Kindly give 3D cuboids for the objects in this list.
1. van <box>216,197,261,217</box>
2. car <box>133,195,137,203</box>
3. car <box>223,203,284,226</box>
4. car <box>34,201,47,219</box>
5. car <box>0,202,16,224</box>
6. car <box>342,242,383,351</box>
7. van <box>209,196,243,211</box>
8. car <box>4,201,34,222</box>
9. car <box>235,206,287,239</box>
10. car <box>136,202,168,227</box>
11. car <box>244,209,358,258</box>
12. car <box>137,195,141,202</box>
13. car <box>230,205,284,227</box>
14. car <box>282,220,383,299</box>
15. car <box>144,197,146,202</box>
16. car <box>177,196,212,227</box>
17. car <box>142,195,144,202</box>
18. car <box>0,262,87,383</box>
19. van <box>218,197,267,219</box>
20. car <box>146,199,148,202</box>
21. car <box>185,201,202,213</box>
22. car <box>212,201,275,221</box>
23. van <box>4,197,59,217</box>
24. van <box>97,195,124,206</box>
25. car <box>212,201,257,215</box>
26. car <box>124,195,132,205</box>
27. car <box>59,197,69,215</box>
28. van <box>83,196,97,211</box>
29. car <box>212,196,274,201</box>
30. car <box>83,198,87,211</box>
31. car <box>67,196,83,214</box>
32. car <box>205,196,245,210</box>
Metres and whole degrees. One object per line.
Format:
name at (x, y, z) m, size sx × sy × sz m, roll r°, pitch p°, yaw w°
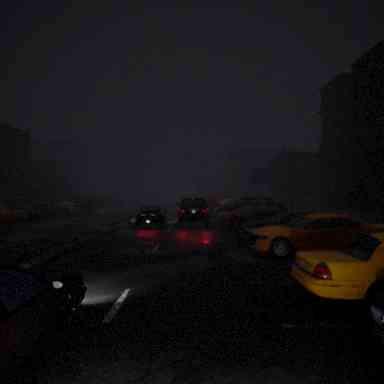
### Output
van at (4.838, 1.546, 34.750) m, size 4.442 × 1.987 × 1.878 m, roll 0°, pitch 0°, yaw 0°
car at (-15.881, 1.952, 76.186) m, size 5.008 × 1.535 × 2.097 m, roll 0°, pitch 0°, yaw 0°
car at (4.707, 1.651, 20.977) m, size 5.008 × 1.535 × 2.097 m, roll 0°, pitch -1°, yaw 0°
car at (-15.788, 1.772, 29.306) m, size 4.674 × 1.452 × 2.002 m, roll 0°, pitch 0°, yaw 0°
car at (-15.967, 1.681, 23.790) m, size 5.366 × 1.575 × 1.946 m, roll 0°, pitch -1°, yaw 0°
car at (4.713, 1.532, 4.187) m, size 4.674 × 1.452 × 2.002 m, roll 0°, pitch 0°, yaw 0°
van at (4.629, 1.611, 45.992) m, size 4.442 × 1.987 × 1.878 m, roll 0°, pitch 0°, yaw 0°
car at (-15.971, 1.706, 26.550) m, size 5.366 × 1.575 × 1.946 m, roll 0°, pitch -1°, yaw 0°
car at (4.718, 1.594, 15.418) m, size 4.892 × 1.521 × 2.231 m, roll 0°, pitch -1°, yaw 0°
car at (-2.896, 1.709, 24.301) m, size 1.837 × 1.490 × 4.892 m, roll 0°, pitch -1°, yaw 0°
car at (4.717, 1.562, 12.514) m, size 5.008 × 1.535 × 2.097 m, roll 0°, pitch -1°, yaw 0°
car at (-15.891, 2.006, 81.697) m, size 4.892 × 1.521 × 2.231 m, roll 0°, pitch -1°, yaw 0°
car at (4.742, 1.652, 18.197) m, size 4.792 × 1.488 × 2.163 m, roll 0°, pitch -1°, yaw 0°
car at (4.896, 1.508, 6.958) m, size 5.366 × 1.575 × 1.946 m, roll 0°, pitch 0°, yaw 0°
car at (-15.904, 2.110, 89.965) m, size 5.008 × 1.535 × 2.097 m, roll 0°, pitch -1°, yaw 0°
car at (0.105, 1.427, 24.693) m, size 2.150 × 2.045 × 5.566 m, roll 0°, pitch -1°, yaw 0°
car at (-15.890, 2.071, 87.209) m, size 5.008 × 1.535 × 2.097 m, roll 0°, pitch -1°, yaw 0°
car at (-2.898, 1.559, 3.831) m, size 2.033 × 1.411 × 5.357 m, roll 0°, pitch 0°, yaw 0°
van at (4.833, 1.526, 32.096) m, size 4.442 × 1.987 × 1.878 m, roll 0°, pitch 0°, yaw 0°
car at (-15.933, 1.901, 92.725) m, size 5.566 × 2.045 × 2.435 m, roll 0°, pitch -1°, yaw 0°
car at (0.130, 1.862, 42.887) m, size 2.033 × 1.411 × 5.357 m, roll 0°, pitch -1°, yaw 0°
car at (4.528, 1.701, 26.412) m, size 5.366 × 1.575 × 1.946 m, roll 0°, pitch 0°, yaw 0°
van at (-15.679, 1.528, 32.067) m, size 4.442 × 1.987 × 1.878 m, roll 0°, pitch 0°, yaw 0°
van at (-15.734, 1.659, 62.404) m, size 4.442 × 1.987 × 1.878 m, roll 0°, pitch 0°, yaw 0°
car at (4.717, 1.792, 37.531) m, size 4.892 × 1.521 × 2.231 m, roll 0°, pitch -1°, yaw 0°
car at (-15.831, 1.650, 67.916) m, size 5.566 × 2.045 × 2.435 m, roll 0°, pitch 0°, yaw 0°
car at (-15.832, 1.649, 34.824) m, size 4.553 × 1.767 × 2.185 m, roll 0°, pitch 0°, yaw 0°
van at (-15.937, 1.612, 45.859) m, size 4.442 × 1.987 × 1.878 m, roll 0°, pitch 0°, yaw 0°
car at (4.684, 1.476, 29.197) m, size 5.566 × 2.045 × 2.435 m, roll 0°, pitch 0°, yaw 0°
car at (-15.782, 1.839, 40.339) m, size 4.792 × 1.488 × 2.163 m, roll 0°, pitch 0°, yaw 0°
car at (-15.778, 1.541, 37.584) m, size 5.566 × 2.045 × 2.435 m, roll 0°, pitch 0°, yaw 0°
car at (4.783, 1.597, 48.769) m, size 5.566 × 2.045 × 2.435 m, roll 0°, pitch 0°, yaw 0°
